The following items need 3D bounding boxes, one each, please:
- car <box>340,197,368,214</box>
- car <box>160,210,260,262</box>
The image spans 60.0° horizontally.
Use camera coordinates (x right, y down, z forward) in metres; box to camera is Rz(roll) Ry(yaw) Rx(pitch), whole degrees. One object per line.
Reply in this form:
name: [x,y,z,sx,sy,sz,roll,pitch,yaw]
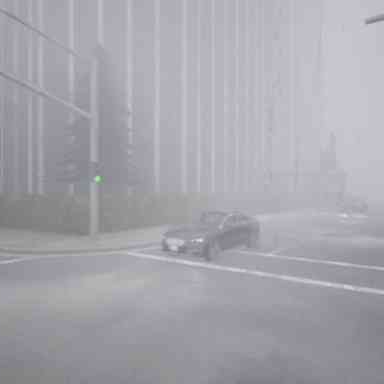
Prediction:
car: [16.840,1.283,34.512,2.097,1.767,4.553,0,0,36]
car: [0.859,1.447,12.214,2.128,1.511,4.902,0,0,36]
